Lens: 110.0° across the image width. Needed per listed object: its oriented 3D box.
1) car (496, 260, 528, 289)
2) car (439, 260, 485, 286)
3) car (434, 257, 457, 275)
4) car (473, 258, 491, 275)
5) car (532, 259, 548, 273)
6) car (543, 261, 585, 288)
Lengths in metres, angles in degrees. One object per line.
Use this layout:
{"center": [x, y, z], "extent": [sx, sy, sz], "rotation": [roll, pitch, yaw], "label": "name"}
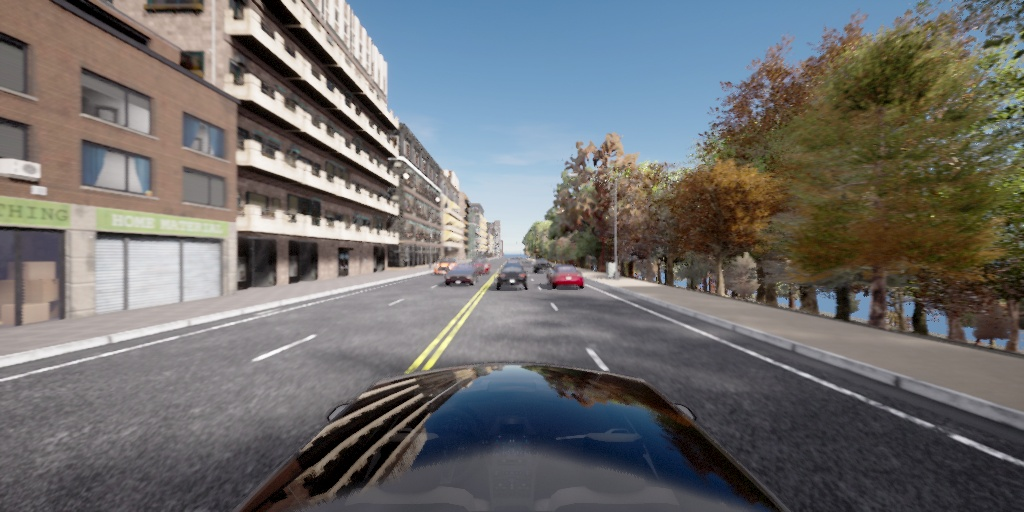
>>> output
{"center": [0.023, 1.191, 22.043], "extent": [1.812, 1.442, 4.674], "rotation": [0, 0, 0], "label": "car"}
{"center": [-3.252, 1.204, 24.430], "extent": [2.033, 1.411, 5.357], "rotation": [0, 0, 0], "label": "car"}
{"center": [-6.498, 0.957, 36.367], "extent": [2.097, 1.767, 4.553], "rotation": [0, 0, 0], "label": "car"}
{"center": [-3.249, 0.957, 36.359], "extent": [2.097, 1.767, 4.553], "rotation": [0, 0, 0], "label": "car"}
{"center": [3.340, 1.097, 40.565], "extent": [1.837, 1.490, 4.892], "rotation": [0, 1, 0], "label": "car"}
{"center": [3.282, 1.228, 22.617], "extent": [1.994, 1.385, 4.181], "rotation": [0, 0, 1], "label": "car"}
